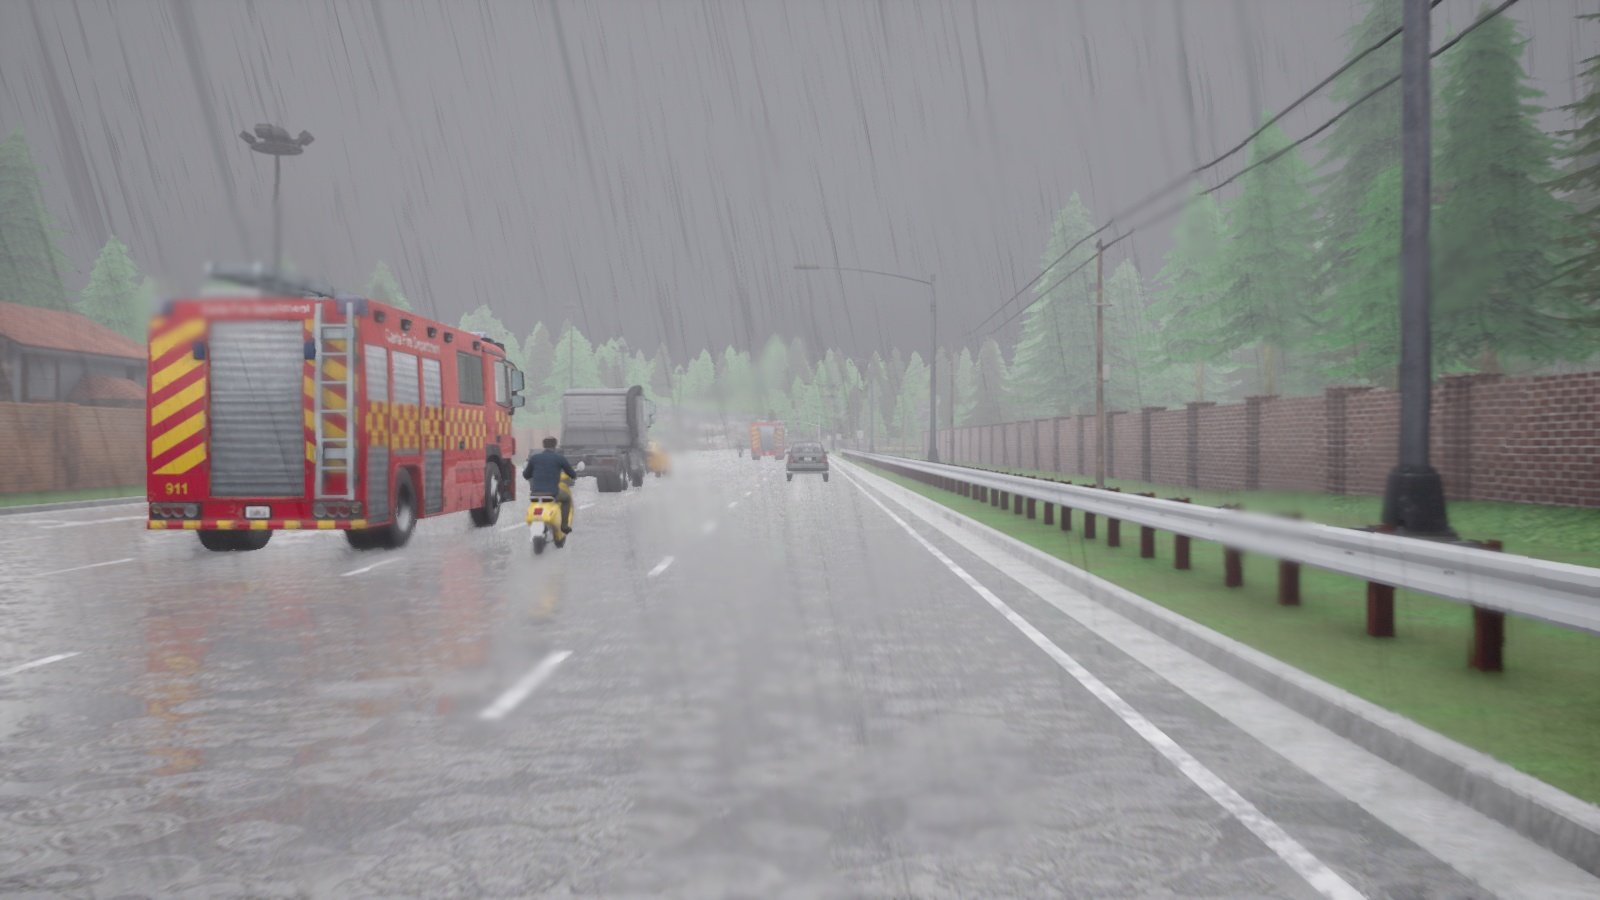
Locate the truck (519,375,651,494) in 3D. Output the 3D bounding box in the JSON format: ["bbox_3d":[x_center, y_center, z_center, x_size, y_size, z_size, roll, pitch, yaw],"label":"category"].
[{"bbox_3d":[-6.753,-0.467,40.653,2.891,3.462,7.936,0,0,0],"label":"truck"}]

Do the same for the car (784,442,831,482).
[{"bbox_3d":[0.302,0.444,50.483,1.789,1.549,3.705,0,0,0],"label":"car"}]

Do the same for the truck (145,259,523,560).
[{"bbox_3d":[-6.869,-0.537,20.217,2.891,3.827,8.468,0,0,0],"label":"truck"}]

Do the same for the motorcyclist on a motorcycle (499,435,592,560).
[{"bbox_3d":[-3.389,0.603,16.872,0.866,1.590,1.817,0,0,0],"label":"motorcyclist on a motorcycle"}]

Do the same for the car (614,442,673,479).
[{"bbox_3d":[-6.678,0.417,54.067,1.882,1.535,5.008,0,0,0],"label":"car"}]
